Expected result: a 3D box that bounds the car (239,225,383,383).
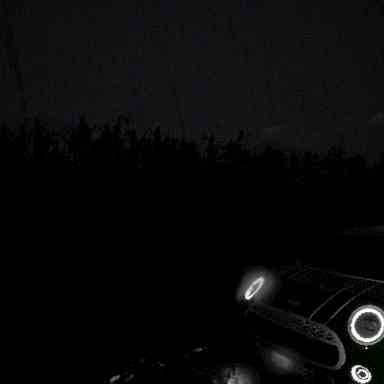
[{"bbox_3d":[2.871,1.355,5.124,4.553,1.767,2.097,0,0,-35],"label":"car"}]
